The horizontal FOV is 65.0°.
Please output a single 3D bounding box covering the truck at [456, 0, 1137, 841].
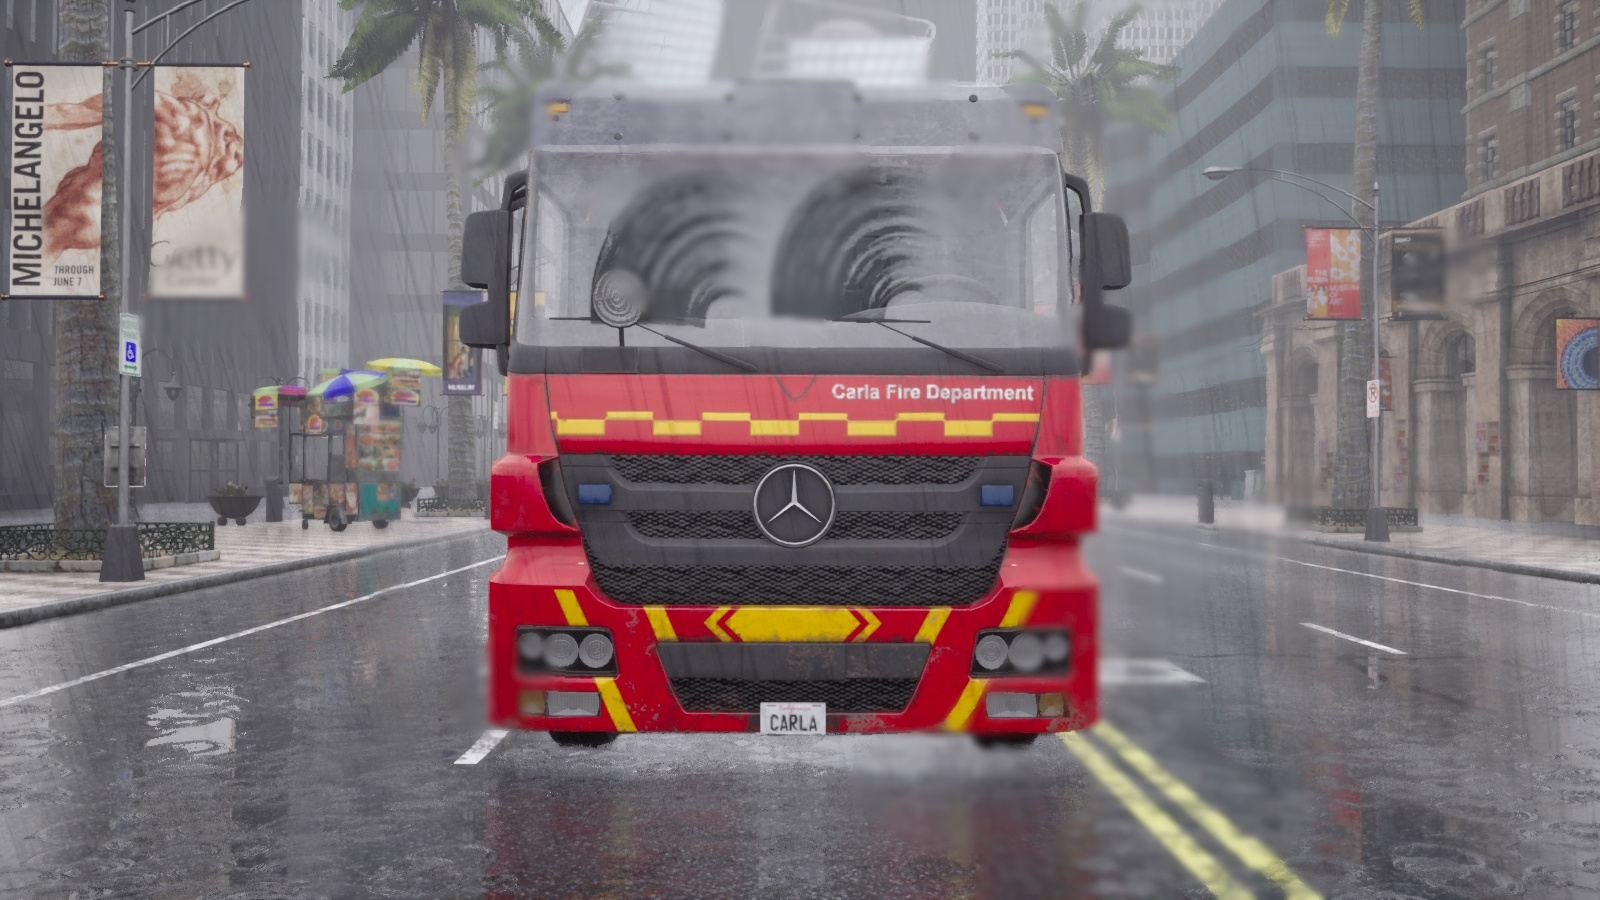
[{"bbox_3d":[-0.025,-0.189,9.594,2.891,3.827,8.468,0,-1,0],"label":"truck"}]
